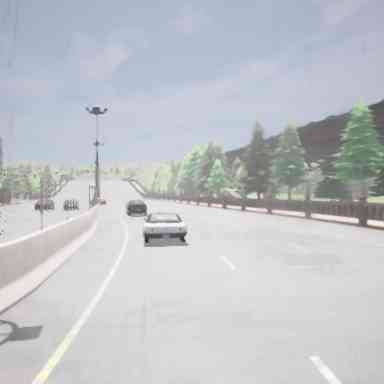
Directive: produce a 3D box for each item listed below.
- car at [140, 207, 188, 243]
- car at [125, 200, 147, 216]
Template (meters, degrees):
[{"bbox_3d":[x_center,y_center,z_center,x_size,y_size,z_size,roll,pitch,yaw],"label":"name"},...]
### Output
[{"bbox_3d":[-1.454,1.621,16.364,1.895,1.301,4.718,0,0,-9],"label":"car"},{"bbox_3d":[-5.704,1.534,33.939,1.882,1.535,5.008,0,0,-15],"label":"car"}]
